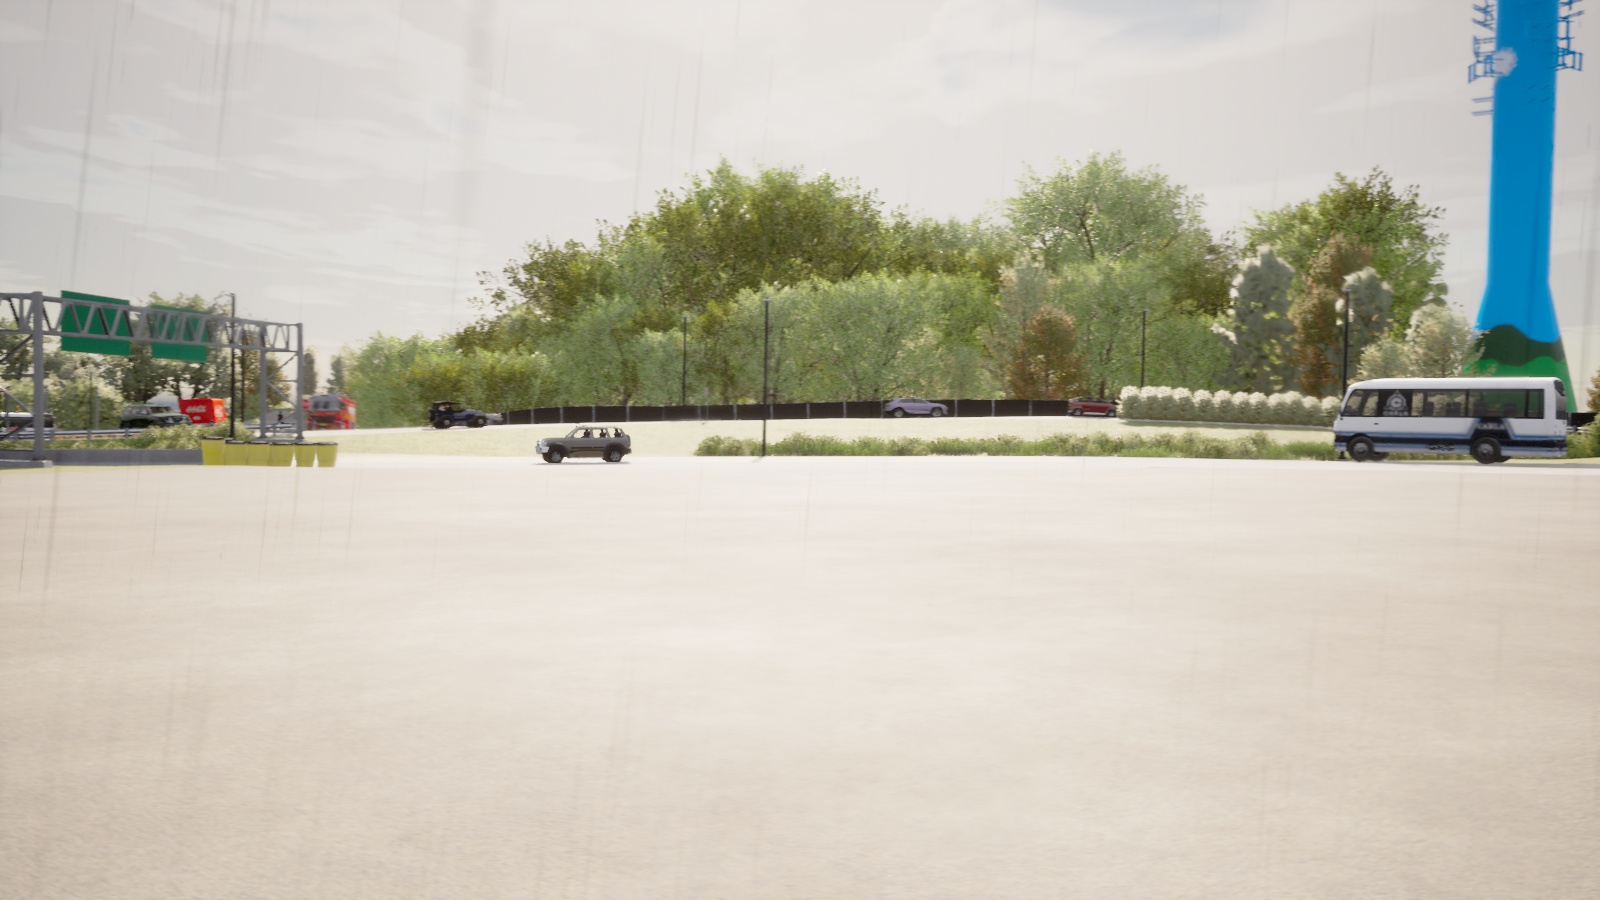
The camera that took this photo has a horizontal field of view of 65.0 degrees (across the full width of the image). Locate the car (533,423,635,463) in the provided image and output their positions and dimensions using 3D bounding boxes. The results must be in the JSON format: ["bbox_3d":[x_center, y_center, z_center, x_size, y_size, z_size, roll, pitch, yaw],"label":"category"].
[{"bbox_3d":[-10.495,-0.371,60.902,4.605,1.855,1.932,0,2,-20],"label":"car"}]

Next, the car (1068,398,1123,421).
[{"bbox_3d":[22.255,-3.075,94.633,3.705,1.549,1.789,3,2,5],"label":"car"}]

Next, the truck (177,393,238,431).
[{"bbox_3d":[-40.770,-2.574,86.549,2.627,2.467,5.204,-2,1,-13],"label":"truck"}]

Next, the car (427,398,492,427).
[{"bbox_3d":[-23.131,-2.582,85.382,3.866,1.878,1.905,-2,3,-31],"label":"car"}]

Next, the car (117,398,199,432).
[{"bbox_3d":[-40.260,-2.180,78.714,5.566,2.045,2.150,0,3,35],"label":"car"}]

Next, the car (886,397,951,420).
[{"bbox_3d":[9.021,-3.171,95.917,4.856,1.649,2.033,0,2,1],"label":"car"}]

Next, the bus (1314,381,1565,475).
[{"bbox_3d":[31.454,-1.187,62.098,10.273,4.253,3.944,3,2,40],"label":"bus"}]
